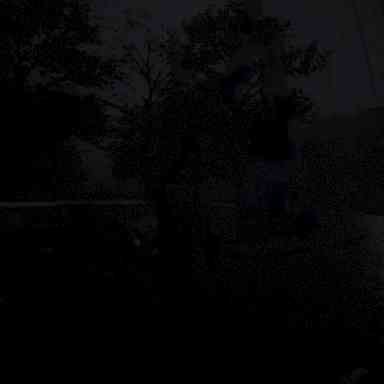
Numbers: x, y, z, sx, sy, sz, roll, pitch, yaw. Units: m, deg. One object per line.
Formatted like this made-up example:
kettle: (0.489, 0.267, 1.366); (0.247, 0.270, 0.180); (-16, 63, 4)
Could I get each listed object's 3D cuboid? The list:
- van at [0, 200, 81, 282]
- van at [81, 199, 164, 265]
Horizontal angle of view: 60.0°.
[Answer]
van: (-5.545, 1.259, 9.751); (4.442, 1.987, 1.878); (-1, 0, 35)
van: (-2.950, 1.248, 11.336); (4.442, 1.987, 1.878); (-1, -1, 35)
